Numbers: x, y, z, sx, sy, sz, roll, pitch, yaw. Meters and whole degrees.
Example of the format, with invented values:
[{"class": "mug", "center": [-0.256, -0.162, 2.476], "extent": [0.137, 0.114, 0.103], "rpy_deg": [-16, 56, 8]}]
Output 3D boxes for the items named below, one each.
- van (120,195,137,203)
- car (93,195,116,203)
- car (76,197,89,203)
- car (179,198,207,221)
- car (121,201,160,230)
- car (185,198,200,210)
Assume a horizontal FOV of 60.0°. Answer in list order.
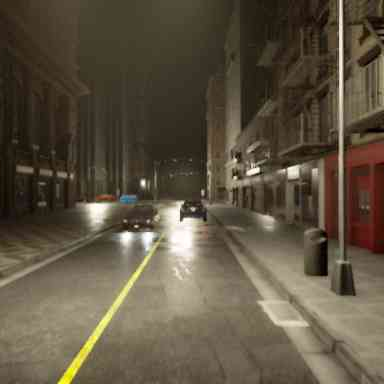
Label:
[{"class": "van", "center": [-14.735, 1.589, 77.702], "extent": [3.998, 1.788, 1.690], "rpy_deg": [0, 0, -1]}, {"class": "car", "center": [-20.376, 1.561, 77.615], "extent": [5.009, 1.841, 2.192], "rpy_deg": [0, 0, -1]}, {"class": "car", "center": [-26.015, 1.809, 77.528], "extent": [4.313, 1.339, 1.947], "rpy_deg": [0, 0, -1]}, {"class": "car", "center": [0.095, 1.363, 26.992], "extent": [2.097, 1.767, 4.553], "rpy_deg": [0, 0, 0]}, {"class": "car", "center": [-3.104, 1.542, 21.261], "extent": [2.033, 1.411, 5.357], "rpy_deg": [0, 0, 0]}, {"class": "car", "center": [0.097, 1.549, 44.405], "extent": [1.882, 1.535, 5.008], "rpy_deg": [0, 0, 0]}]
